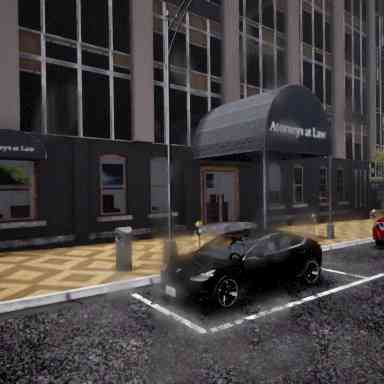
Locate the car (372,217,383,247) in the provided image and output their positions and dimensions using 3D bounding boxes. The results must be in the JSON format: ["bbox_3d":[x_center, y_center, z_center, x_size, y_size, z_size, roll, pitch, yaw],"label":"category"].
[{"bbox_3d":[9.603,1.310,14.003,5.009,1.841,2.192,0,-1,-37],"label":"car"}]

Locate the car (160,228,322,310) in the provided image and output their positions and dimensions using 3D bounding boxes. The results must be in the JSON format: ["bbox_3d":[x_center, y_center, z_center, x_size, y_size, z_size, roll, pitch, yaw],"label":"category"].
[{"bbox_3d":[1.325,1.564,7.805,4.313,1.339,1.947,0,-1,-37],"label":"car"}]
